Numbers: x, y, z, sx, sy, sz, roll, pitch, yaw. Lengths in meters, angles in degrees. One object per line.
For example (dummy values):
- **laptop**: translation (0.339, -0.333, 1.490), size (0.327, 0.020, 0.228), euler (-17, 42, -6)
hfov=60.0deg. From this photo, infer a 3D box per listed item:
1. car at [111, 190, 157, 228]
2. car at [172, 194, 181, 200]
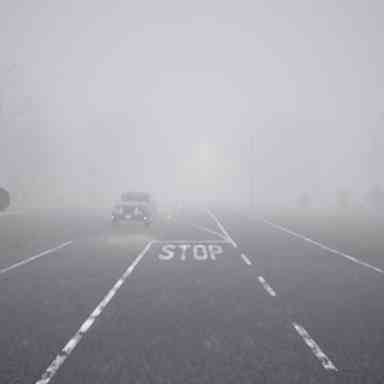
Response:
- **car**: translation (-3.464, 0.915, 20.882), size (2.150, 2.045, 5.566), euler (1, 1, 0)
- **car**: translation (-3.759, 1.122, 81.519), size (1.812, 1.442, 4.674), euler (0, 0, 3)
